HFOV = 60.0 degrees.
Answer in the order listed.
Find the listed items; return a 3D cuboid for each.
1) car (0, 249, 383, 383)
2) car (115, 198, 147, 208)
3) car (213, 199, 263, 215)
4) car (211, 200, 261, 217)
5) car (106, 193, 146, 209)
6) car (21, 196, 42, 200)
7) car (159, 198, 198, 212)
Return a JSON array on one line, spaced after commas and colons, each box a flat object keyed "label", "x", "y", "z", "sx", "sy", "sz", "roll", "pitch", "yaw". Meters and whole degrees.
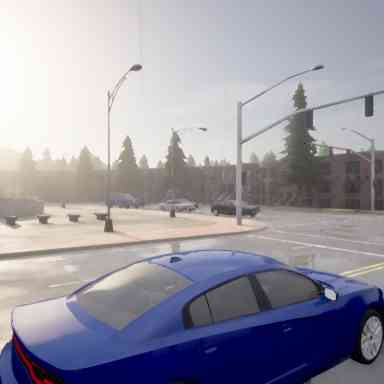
[{"label": "car", "x": 0.495, "y": 1.478, "z": 4.151, "sx": 5.008, "sy": 1.535, "sz": 1.882, "roll": 0, "pitch": 0, "yaw": -35}, {"label": "car", "x": -9.090, "y": 1.601, "z": 49.620, "sx": 4.718, "sy": 1.301, "sz": 1.895, "roll": 0, "pitch": 0, "yaw": 34}, {"label": "car", "x": 4.752, "y": 1.547, "z": 35.243, "sx": 2.033, "sy": 1.411, "sz": 5.357, "roll": 0, "pitch": 0, "yaw": -36}, {"label": "car", "x": 3.792, "y": 1.478, "z": 30.596, "sx": 1.882, "sy": 1.535, "sz": 5.008, "roll": 0, "pitch": 0, "yaw": -36}, {"label": "car", "x": -9.458, "y": 1.221, "z": 45.623, "sx": 5.566, "sy": 2.045, "sz": 2.150, "roll": 0, "pitch": 0, "yaw": 36}, {"label": "car", "x": -29.903, "y": 1.505, "z": 60.676, "sx": 4.892, "sy": 1.490, "sz": 1.837, "roll": 0, "pitch": 0, "yaw": 5}, {"label": "car", "x": -1.811, "y": 1.601, "z": 38.072, "sx": 1.895, "sy": 1.301, "sz": 4.718, "roll": 0, "pitch": 0, "yaw": -39}]
